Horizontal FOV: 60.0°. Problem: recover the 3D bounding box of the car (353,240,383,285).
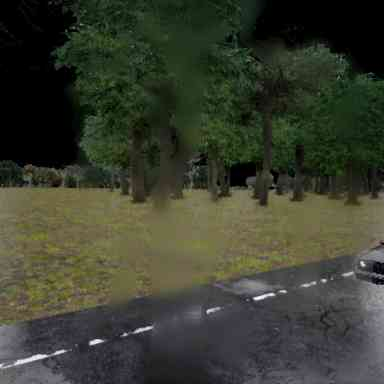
[{"bbox_3d":[6.337,1.527,8.455,5.357,1.411,2.033,0,0,-35],"label":"car"}]
